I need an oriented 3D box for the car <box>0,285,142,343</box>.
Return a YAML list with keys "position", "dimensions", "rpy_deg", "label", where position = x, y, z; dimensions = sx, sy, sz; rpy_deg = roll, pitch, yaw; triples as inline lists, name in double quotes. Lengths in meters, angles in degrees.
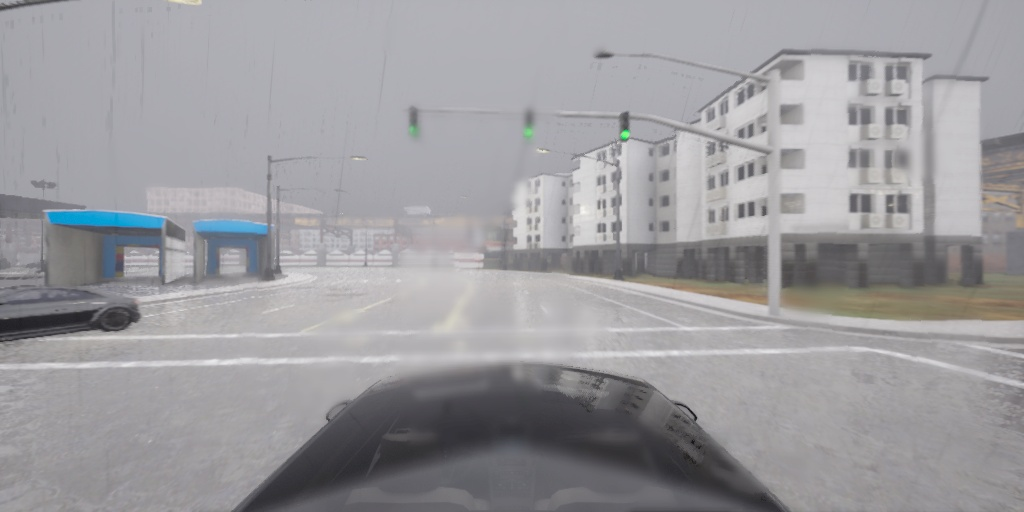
- position: [-12.164, 1.440, 8.840]
  dimensions: [1.994, 1.385, 4.181]
  rpy_deg: [-1, 0, 24]
  label: "car"
